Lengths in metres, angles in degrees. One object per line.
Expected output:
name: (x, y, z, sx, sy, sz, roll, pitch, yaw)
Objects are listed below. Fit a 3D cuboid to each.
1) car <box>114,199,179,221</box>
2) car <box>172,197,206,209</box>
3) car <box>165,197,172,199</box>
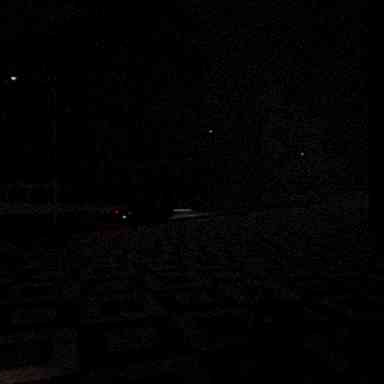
car: (-3.394, 1.413, 24.731, 1.895, 1.301, 4.718, 0, 0, 35)
car: (-0.024, 1.319, 40.897, 1.812, 1.442, 4.674, 0, 0, 35)
car: (-2.646, 1.334, 42.823, 1.812, 1.442, 4.674, 0, 0, 35)
